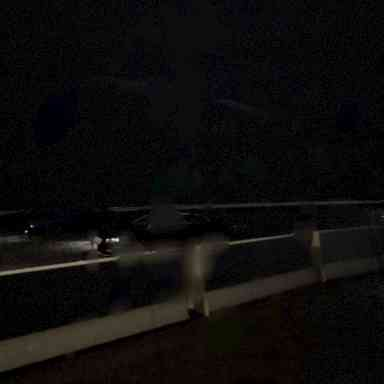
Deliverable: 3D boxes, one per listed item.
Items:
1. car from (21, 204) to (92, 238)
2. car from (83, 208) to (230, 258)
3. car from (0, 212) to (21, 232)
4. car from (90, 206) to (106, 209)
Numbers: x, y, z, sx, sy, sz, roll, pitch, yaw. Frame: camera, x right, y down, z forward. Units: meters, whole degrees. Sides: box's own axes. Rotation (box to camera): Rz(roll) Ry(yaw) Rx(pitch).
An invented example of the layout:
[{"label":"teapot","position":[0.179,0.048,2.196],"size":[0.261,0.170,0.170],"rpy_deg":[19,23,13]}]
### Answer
[{"label":"car","position":[-5.539,1.435,17.049],"size":[5.357,1.411,2.033],"rpy_deg":[0,1,-33]},{"label":"car","position":[-0.940,1.406,11.655],"size":[4.902,1.511,2.128],"rpy_deg":[0,0,-33]},{"label":"car","position":[-8.409,1.427,19.339],"size":[5.357,1.411,2.033],"rpy_deg":[0,0,-34]},{"label":"car","position":[-2.119,1.457,15.055],"size":[4.181,1.385,1.994],"rpy_deg":[0,0,-33]}]
